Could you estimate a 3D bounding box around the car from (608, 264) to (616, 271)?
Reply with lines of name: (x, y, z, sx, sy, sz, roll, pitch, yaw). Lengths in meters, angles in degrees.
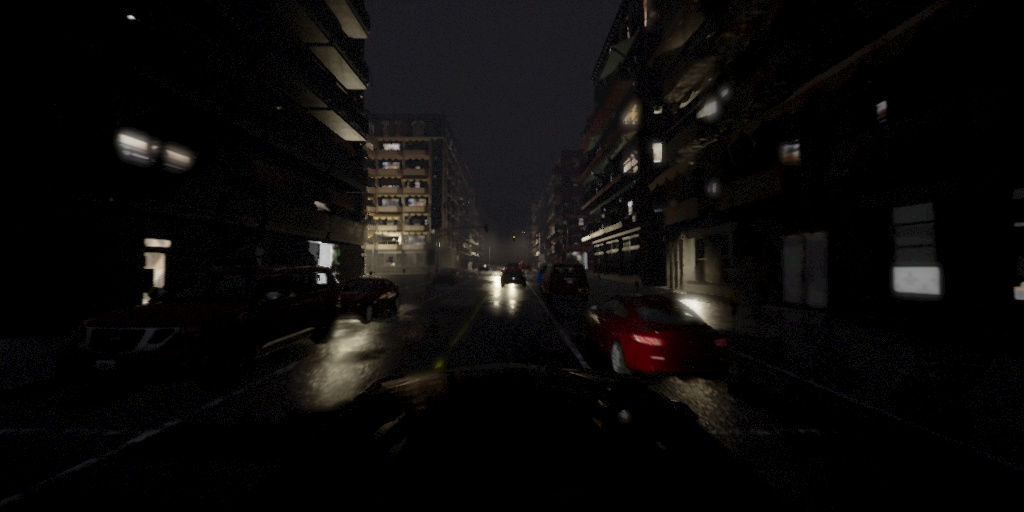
car: (13.759, 1.745, 47.134, 4.403, 1.370, 2.007, 0, 0, 0)

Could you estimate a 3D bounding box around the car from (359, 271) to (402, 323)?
car: (-5.311, 1.423, 12.716, 1.888, 1.381, 4.507, 0, 0, 0)

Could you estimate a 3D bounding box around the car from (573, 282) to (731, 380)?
car: (2.536, 1.394, 7.127, 1.802, 1.307, 4.207, 0, 0, 0)

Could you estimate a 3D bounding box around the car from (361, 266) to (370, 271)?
car: (-24.427, 2.097, 55.112, 4.829, 1.417, 1.751, 0, 0, 0)

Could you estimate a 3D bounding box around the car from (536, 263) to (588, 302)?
car: (2.539, 1.259, 18.189, 2.192, 1.841, 5.009, 0, 0, 0)

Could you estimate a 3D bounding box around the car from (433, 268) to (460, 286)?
car: (-5.306, 1.667, 29.307, 1.802, 1.307, 4.207, 0, 0, 0)

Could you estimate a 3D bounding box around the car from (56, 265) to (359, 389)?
car: (-5.312, 1.127, 7.185, 2.192, 1.841, 5.009, 0, 0, 0)

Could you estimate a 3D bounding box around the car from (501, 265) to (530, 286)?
car: (0.110, 1.640, 28.631, 1.994, 1.385, 4.181, 0, -1, 0)

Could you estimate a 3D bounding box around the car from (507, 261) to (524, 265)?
car: (0.101, 1.591, 45.473, 2.097, 1.767, 4.553, -1, 0, 0)
